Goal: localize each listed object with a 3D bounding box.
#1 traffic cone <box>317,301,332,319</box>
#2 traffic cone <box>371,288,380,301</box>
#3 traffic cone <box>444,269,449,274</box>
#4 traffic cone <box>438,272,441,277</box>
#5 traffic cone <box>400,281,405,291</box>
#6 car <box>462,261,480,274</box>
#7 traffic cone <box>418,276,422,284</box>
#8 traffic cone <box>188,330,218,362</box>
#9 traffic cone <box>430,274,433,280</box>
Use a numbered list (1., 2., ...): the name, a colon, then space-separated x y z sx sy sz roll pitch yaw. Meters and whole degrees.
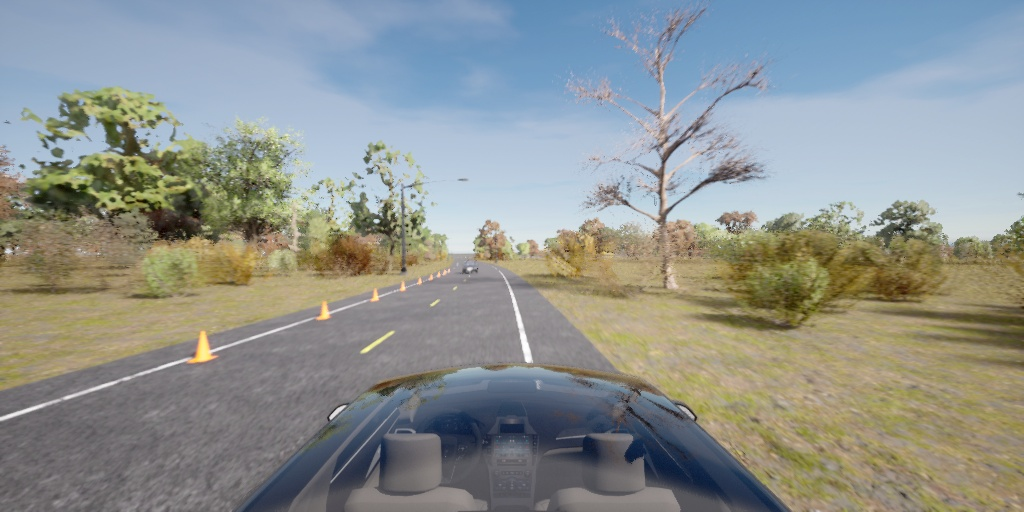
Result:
1. traffic cone: -6.441 1.832 12.336 0.340 0.580 0.340 0 0 -1
2. traffic cone: -6.588 1.838 17.309 0.340 0.580 0.340 0 0 -2
3. traffic cone: -7.907 1.865 42.150 0.340 0.580 0.340 0 0 -4
4. traffic cone: -7.565 1.859 37.186 0.340 0.580 0.340 0 0 -4
5. traffic cone: -6.774 1.843 22.280 0.340 0.580 0.340 0 0 -2
6. car: -4.949 1.346 42.963 2.128 1.511 4.902 -1 0 -4
7. traffic cone: -6.999 1.849 27.251 0.340 0.580 0.340 0 0 -3
8. traffic cone: -6.333 1.826 7.361 0.340 0.580 0.340 0 0 -1
9. traffic cone: -7.263 1.854 32.219 0.340 0.580 0.340 0 0 -3
